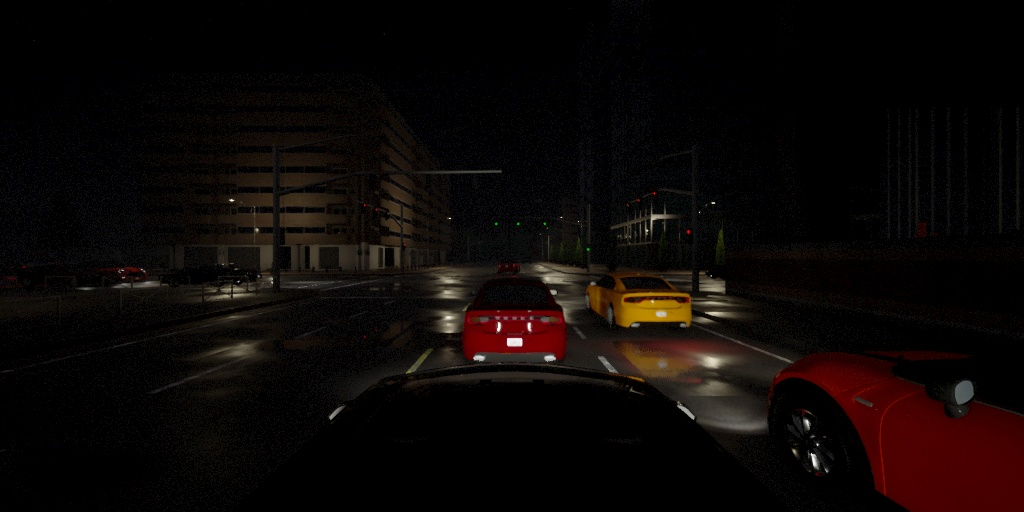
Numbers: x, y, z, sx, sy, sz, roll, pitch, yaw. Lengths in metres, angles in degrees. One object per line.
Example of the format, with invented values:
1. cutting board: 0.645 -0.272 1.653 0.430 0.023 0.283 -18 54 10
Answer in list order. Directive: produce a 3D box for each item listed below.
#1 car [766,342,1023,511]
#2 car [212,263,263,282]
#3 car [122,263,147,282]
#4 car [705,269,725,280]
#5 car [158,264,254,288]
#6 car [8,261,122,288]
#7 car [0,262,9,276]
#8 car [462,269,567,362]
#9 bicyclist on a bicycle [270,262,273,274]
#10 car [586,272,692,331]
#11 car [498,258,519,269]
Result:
1. car: 3.600 1.102 1.717 2.097 1.767 4.553 0 0 0
2. car: -21.962 1.297 27.625 4.902 1.511 2.128 0 0 0
3. car: -31.143 1.158 27.663 4.553 1.767 2.097 0 0 0
4. car: 19.523 1.406 31.167 4.718 1.301 1.895 0 0 0
5. car: -20.604 1.406 24.119 4.718 1.301 1.895 0 0 0
6. car: -29.972 1.283 24.157 5.008 1.535 1.882 0 0 0
7. car: -50.346 1.297 34.885 4.902 1.511 2.128 0 0 1
8. car: 0.060 1.228 8.251 1.882 1.535 5.008 0 0 0
9. bicyclist on a bicycle: -25.535 1.106 38.622 0.582 1.620 1.656 0 0 0
10. car: 3.580 1.228 11.030 1.882 1.535 5.008 0 0 0
11. car: -0.354 1.108 41.053 2.097 1.767 4.553 0 0 6
